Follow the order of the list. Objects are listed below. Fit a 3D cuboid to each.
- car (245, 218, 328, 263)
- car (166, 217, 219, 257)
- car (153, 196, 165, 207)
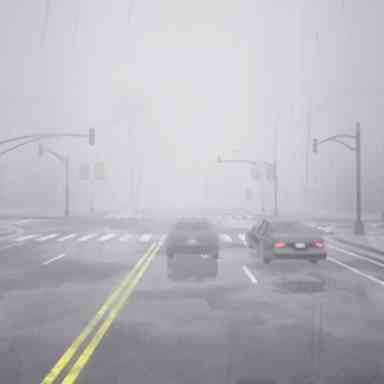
[{"bbox_3d":[3.274,1.678,12.529,2.033,1.411,5.357,0,-1,0],"label":"car"},{"bbox_3d":[0.035,1.705,13.513,1.994,1.385,4.181,0,-1,0],"label":"car"},{"bbox_3d":[-6.427,2.146,65.324,1.837,1.490,4.892,0,0,1],"label":"car"}]
